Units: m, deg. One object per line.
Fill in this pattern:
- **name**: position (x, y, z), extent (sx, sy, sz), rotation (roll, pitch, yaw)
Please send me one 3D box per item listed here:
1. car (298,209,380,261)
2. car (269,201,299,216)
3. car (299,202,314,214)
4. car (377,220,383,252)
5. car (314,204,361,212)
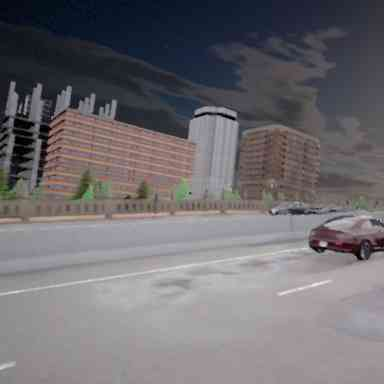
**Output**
- **car**: position (6.297, 1.590, 12.539), extent (4.674, 1.442, 1.812), rotation (0, 0, -36)
- **car**: position (9.596, 1.659, 32.328), extent (4.902, 1.511, 2.128), rotation (1, -1, -35)
- **car**: position (11.897, 1.737, 29.671), extent (4.181, 1.385, 1.994), rotation (2, -1, -35)
- **car**: position (7.380, 1.550, 9.012), extent (4.902, 1.511, 2.128), rotation (0, 0, -36)
- **car**: position (11.553, 1.690, 25.131), extent (4.181, 1.385, 1.994), rotation (1, 0, -35)
